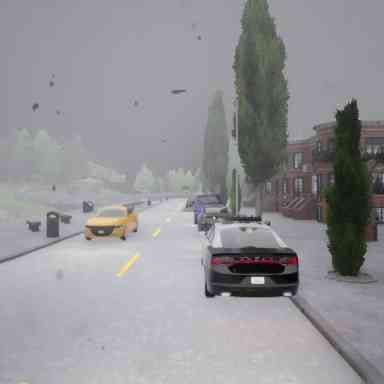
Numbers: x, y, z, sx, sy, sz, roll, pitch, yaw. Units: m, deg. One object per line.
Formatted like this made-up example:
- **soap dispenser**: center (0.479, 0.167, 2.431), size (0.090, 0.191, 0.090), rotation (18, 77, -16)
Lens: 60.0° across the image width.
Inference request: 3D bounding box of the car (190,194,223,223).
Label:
- **car**: center (1.193, 1.174, 24.634), size (2.150, 2.045, 5.566), rotation (-3, 0, 0)

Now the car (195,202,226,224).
- **car**: center (1.240, 1.505, 18.604), size (1.837, 1.490, 4.892), rotation (0, 0, 0)

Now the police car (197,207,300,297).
- **police car**: center (1.219, 1.425, 8.714), size (1.930, 1.638, 5.238), rotation (0, 0, 0)

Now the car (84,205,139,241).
- **car**: center (-3.963, 1.477, 17.039), size (1.882, 1.535, 5.008), rotation (0, 0, 0)

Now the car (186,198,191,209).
- **car**: center (0.118, 1.601, 46.176), size (1.895, 1.301, 4.718), rotation (0, 0, 1)

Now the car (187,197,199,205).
- **car**: center (0.129, 1.564, 58.911), size (1.994, 1.385, 4.181), rotation (0, 0, 0)
